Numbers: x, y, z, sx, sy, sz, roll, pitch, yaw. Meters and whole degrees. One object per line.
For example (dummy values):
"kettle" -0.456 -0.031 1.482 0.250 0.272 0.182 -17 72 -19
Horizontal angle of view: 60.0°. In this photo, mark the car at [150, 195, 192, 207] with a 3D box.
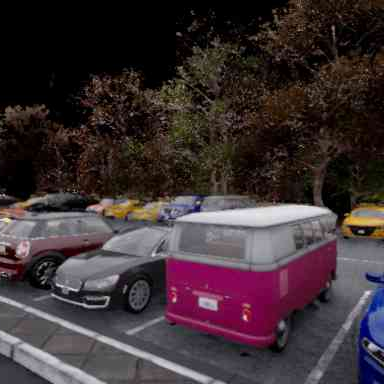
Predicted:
"car" -0.004 1.207 23.392 2.435 2.045 5.566 0 0 36

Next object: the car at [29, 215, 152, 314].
"car" -0.835 1.499 7.906 2.231 1.521 4.892 0 0 36

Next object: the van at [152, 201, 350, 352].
"van" 1.488 1.283 6.366 1.878 1.987 4.442 0 0 36

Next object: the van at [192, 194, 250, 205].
"van" 2.203 1.245 21.691 1.878 1.987 4.442 0 0 36

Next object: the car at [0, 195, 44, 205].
"car" -9.850 1.197 14.437 2.435 2.045 5.566 0 0 36

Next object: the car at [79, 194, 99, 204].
"car" -6.845 1.290 28.401 2.185 1.767 4.553 1 0 36

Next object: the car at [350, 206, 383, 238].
"car" 9.049 1.507 16.903 2.097 1.535 5.008 0 0 36

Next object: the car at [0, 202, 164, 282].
"car" -3.215 1.359 9.577 2.185 1.767 4.553 0 0 36

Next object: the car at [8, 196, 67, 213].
"car" -16.023 1.261 34.755 1.946 1.575 5.366 1 1 36

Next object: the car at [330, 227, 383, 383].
"car" 3.679 1.520 4.648 2.097 1.535 5.008 0 0 36

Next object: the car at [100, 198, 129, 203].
"car" -4.609 1.433 26.743 2.097 1.535 5.008 0 0 36

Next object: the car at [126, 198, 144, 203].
"car" -2.139 1.443 25.196 1.946 1.575 5.366 0 0 36

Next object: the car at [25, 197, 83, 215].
"car" -13.649 1.314 33.278 2.097 1.535 5.008 1 1 36

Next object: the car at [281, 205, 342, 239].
"car" 6.788 1.535 18.530 2.002 1.452 4.674 0 0 36

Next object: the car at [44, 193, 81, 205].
"car" -11.371 1.105 31.663 2.435 2.045 5.566 1 1 36

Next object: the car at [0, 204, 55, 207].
"car" -7.613 1.460 12.782 2.097 1.535 5.008 0 0 36
